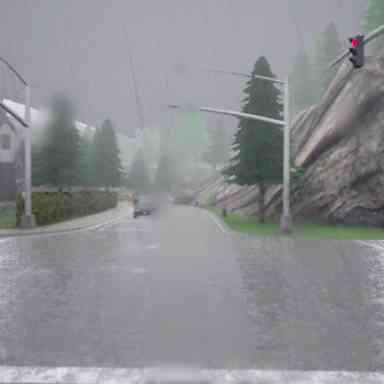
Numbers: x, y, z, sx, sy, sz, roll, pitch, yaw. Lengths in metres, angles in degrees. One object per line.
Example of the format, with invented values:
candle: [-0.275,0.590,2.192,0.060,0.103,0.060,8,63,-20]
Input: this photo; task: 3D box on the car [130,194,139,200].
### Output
car: [-7.200,1.218,48.108,1.837,1.490,4.892,0,0,-21]

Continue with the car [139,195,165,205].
car: [-4.709,1.124,38.265,2.097,1.767,4.553,0,0,-11]

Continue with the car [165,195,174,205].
car: [-3.944,1.228,49.882,1.812,1.442,4.674,0,0,-19]

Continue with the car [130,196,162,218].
car: [-3.770,1.337,28.147,1.837,1.490,4.892,0,0,-2]

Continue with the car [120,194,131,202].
car: [-12.124,1.094,64.426,1.882,1.535,5.008,0,0,-44]
